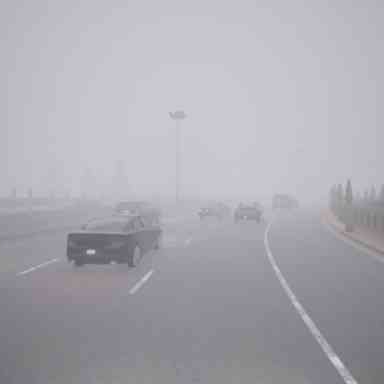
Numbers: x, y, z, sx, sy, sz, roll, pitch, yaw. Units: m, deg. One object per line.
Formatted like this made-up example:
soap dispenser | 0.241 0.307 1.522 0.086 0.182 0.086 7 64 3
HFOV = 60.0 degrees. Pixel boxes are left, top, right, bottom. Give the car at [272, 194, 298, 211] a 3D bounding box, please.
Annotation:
car | 11.530 1.263 41.107 2.150 2.045 5.566 0 0 29

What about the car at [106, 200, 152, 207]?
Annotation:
car | -3.622 1.348 22.540 2.097 1.767 4.553 0 0 14

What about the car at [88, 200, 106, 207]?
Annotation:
car | -7.850 1.545 32.971 1.812 1.442 4.674 0 0 21

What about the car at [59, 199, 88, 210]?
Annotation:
car | -11.312 1.512 33.653 2.128 1.511 4.902 0 0 21

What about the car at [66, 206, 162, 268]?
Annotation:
car | -2.376 1.466 11.400 1.882 1.535 5.008 0 0 8

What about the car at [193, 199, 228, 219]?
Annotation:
car | 2.104 1.558 29.298 2.033 1.411 5.357 0 0 21

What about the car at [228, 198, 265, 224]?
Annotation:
car | 4.373 1.493 24.981 2.128 1.511 4.902 0 0 17

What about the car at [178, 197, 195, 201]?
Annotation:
car | -0.933 1.630 60.744 1.882 1.535 5.008 0 0 36

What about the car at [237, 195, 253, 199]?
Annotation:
car | 10.727 1.384 69.404 1.882 1.535 5.008 0 -1 44
